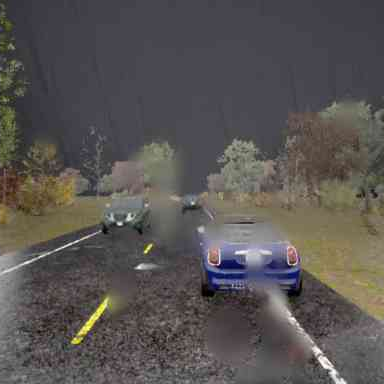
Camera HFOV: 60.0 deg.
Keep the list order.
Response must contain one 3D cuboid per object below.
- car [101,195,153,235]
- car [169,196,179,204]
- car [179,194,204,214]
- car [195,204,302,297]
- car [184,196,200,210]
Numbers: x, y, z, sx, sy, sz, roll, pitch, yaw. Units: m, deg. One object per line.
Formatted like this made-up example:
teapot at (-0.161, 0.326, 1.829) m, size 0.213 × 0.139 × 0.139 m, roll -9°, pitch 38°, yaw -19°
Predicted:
car at (-3.584, 1.227, 19.293) m, size 2.150 × 2.045 × 5.566 m, roll 0°, pitch 0°, yaw 0°
car at (-3.447, 1.613, 66.564) m, size 1.882 × 1.535 × 5.008 m, roll 0°, pitch 0°, yaw 0°
car at (0.097, 1.258, 35.391) m, size 2.150 × 2.045 × 5.566 m, roll 0°, pitch 0°, yaw 1°
car at (1.233, 1.352, 8.759) m, size 2.097 × 1.767 × 4.553 m, roll 0°, pitch 0°, yaw 0°
car at (0.073, 1.422, 45.957) m, size 2.097 × 1.767 × 4.553 m, roll 0°, pitch 0°, yaw 1°
